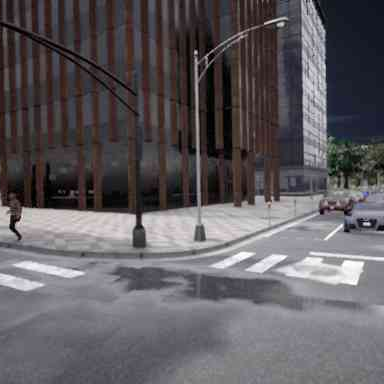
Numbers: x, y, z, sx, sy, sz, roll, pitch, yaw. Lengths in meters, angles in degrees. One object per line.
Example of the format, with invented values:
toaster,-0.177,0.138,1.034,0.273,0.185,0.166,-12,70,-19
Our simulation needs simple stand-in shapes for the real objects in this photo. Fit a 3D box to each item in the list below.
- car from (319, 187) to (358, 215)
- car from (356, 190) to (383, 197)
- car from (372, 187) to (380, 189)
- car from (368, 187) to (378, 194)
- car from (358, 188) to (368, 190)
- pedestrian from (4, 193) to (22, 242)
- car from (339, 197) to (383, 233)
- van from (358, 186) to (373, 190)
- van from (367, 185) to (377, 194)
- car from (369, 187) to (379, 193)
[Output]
car,11.133,0.722,25.560,2.192,1.841,5.009,-1,1,31
car,13.223,0.865,23.831,1.882,1.535,5.008,-1,1,31
car,23.661,0.470,41.102,2.033,1.411,5.357,-1,1,31
car,41.766,-0.427,76.723,1.752,1.417,4.829,-1,1,31
car,19.427,0.561,39.409,1.752,1.417,4.829,-1,1,31
pedestrian,-6.355,0.868,11.933,0.375,1.860,0.375,-1,0,31
car,8.580,1.160,16.096,1.994,1.385,4.181,-1,1,31
van,25.095,0.124,48.881,1.690,1.788,3.998,-1,1,31
van,39.057,-0.493,72.202,1.690,1.788,3.998,-1,1,31
car,44.646,-0.513,81.533,1.947,1.339,4.313,-1,1,31
